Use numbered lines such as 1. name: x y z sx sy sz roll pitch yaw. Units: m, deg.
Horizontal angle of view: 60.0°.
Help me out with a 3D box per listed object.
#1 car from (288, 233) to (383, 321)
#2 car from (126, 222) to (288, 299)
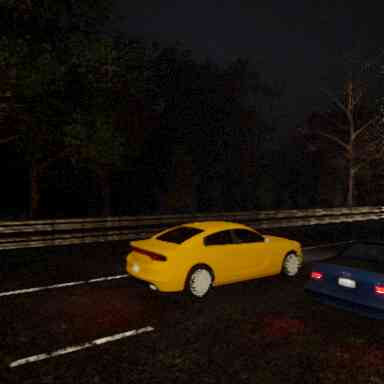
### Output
1. car: 4.661 1.603 7.105 5.357 1.411 2.033 0 0 -36
2. car: 0.795 1.518 8.639 5.008 1.535 1.882 1 0 -36
